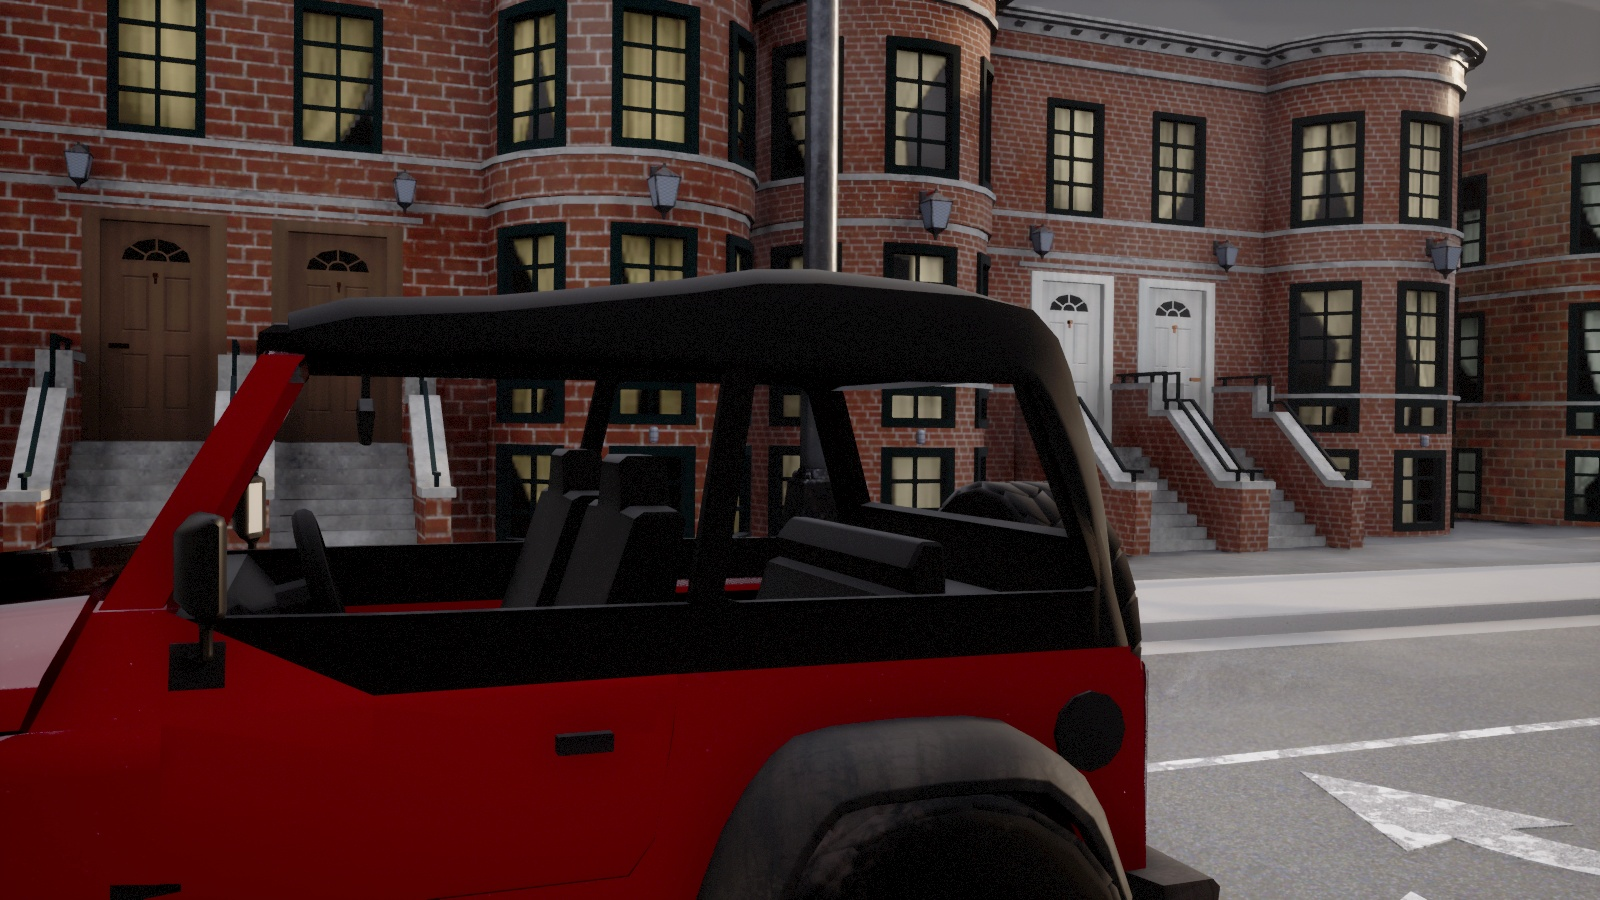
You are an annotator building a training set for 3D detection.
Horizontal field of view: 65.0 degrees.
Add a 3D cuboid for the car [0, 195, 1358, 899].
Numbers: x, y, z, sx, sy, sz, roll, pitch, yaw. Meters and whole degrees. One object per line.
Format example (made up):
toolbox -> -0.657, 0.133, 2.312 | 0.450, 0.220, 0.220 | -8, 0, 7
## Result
car -> -0.955, 0.557, 2.881 | 3.866, 1.878, 1.905 | -1, 1, -21
